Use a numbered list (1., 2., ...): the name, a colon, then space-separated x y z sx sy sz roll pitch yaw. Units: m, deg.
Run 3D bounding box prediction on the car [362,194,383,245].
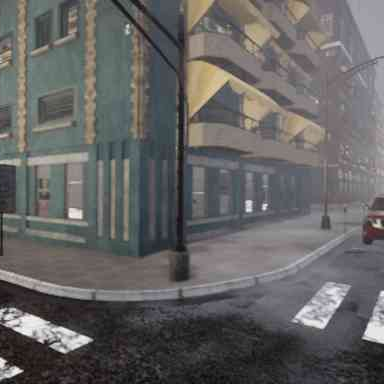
1. car: 8.104 1.031 13.147 2.192 1.841 5.009 2 2 35
